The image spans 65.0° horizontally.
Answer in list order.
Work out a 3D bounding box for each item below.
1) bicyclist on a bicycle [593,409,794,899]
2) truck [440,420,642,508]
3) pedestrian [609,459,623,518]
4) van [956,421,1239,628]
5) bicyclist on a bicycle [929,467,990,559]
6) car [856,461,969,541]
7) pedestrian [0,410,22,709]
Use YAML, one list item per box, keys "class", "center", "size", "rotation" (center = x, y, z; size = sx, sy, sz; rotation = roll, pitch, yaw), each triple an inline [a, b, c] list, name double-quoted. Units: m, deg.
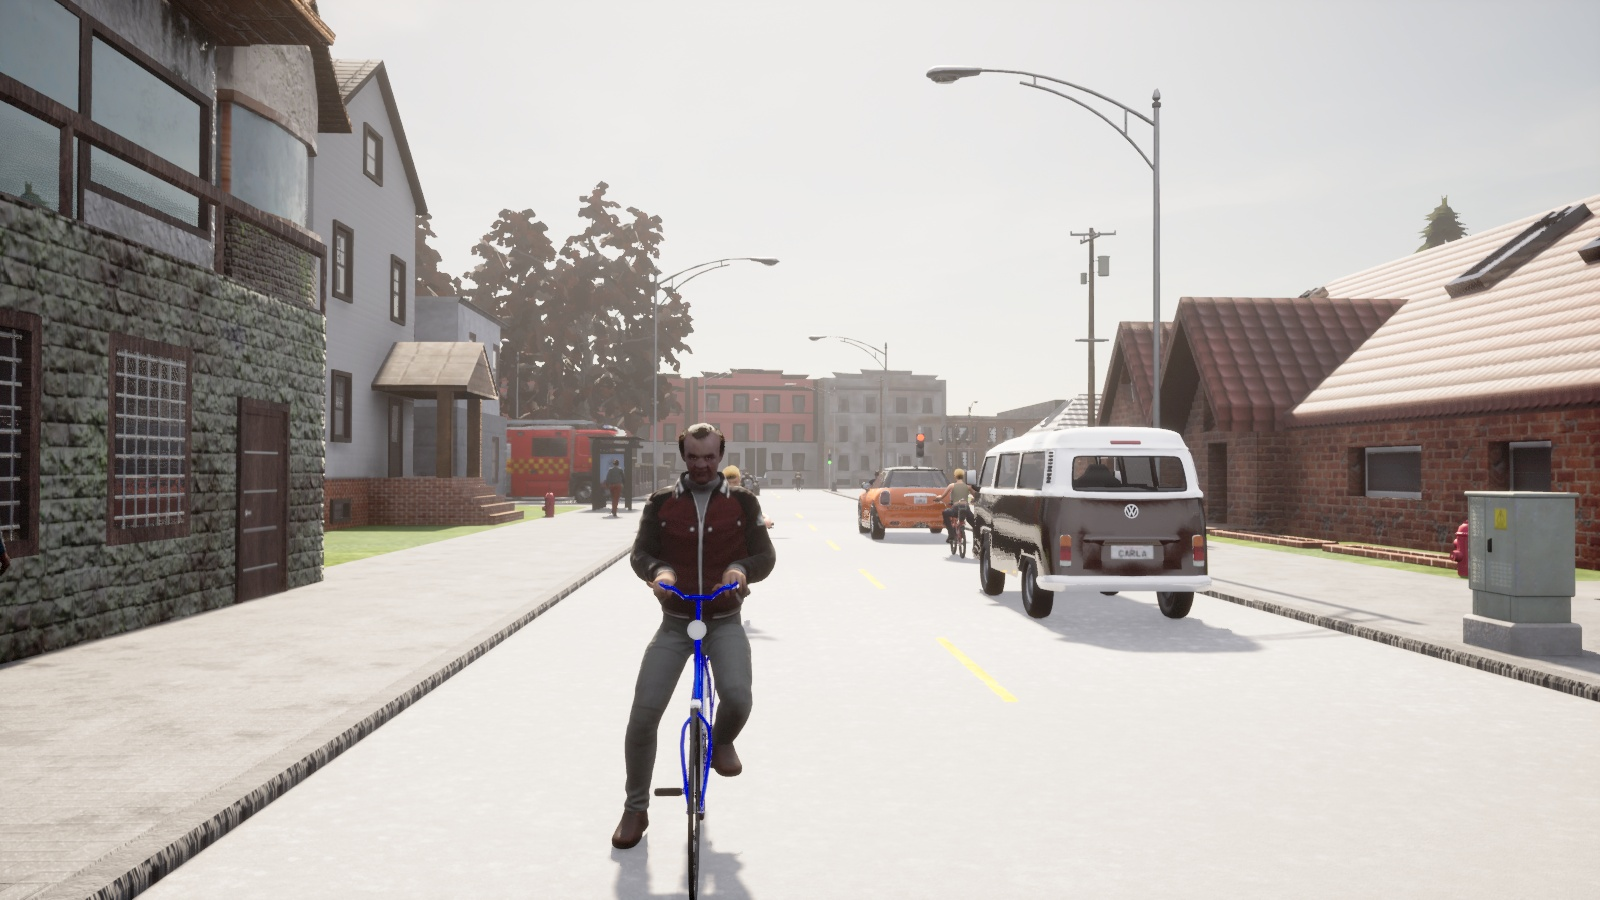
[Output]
- class: "bicyclist on a bicycle"
  center: [-0.398, 0.772, 5.058]
  size: [0.659, 1.776, 1.843]
  rotation: [0, -1, -3]
- class: "truck"
  center: [-11.604, 0.647, 56.780]
  size: [8.468, 3.827, 2.891]
  rotation: [0, -1, 2]
- class: "pedestrian"
  center: [-5.788, 1.208, 39.450]
  size: [0.353, 1.847, 0.614]
  rotation: [0, -1, -1]
- class: "van"
  center: [3.239, 0.772, 14.712]
  size: [2.069, 2.038, 4.480]
  rotation: [0, -1, -2]
- class: "bicyclist on a bicycle"
  center: [2.899, 1.124, 22.953]
  size: [0.866, 1.612, 1.509]
  rotation: [0, -1, -2]
- class: "car"
  center: [2.603, 1.169, 30.248]
  size: [2.097, 1.767, 4.553]
  rotation: [0, -1, -3]
- class: "pedestrian"
  center: [-5.108, 0.672, 7.590]
  size: [0.370, 1.835, 0.726]
  rotation: [0, -1, -2]
